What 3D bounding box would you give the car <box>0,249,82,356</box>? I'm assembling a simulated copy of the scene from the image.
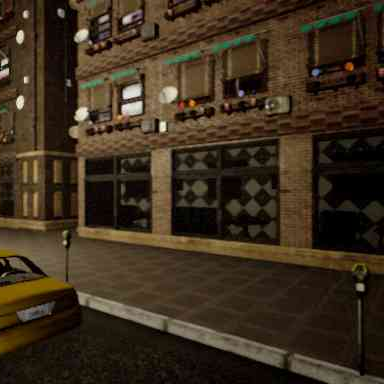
[{"bbox_3d":[-3.885,1.519,5.649,4.829,1.417,1.752,0,0,36],"label":"car"}]
